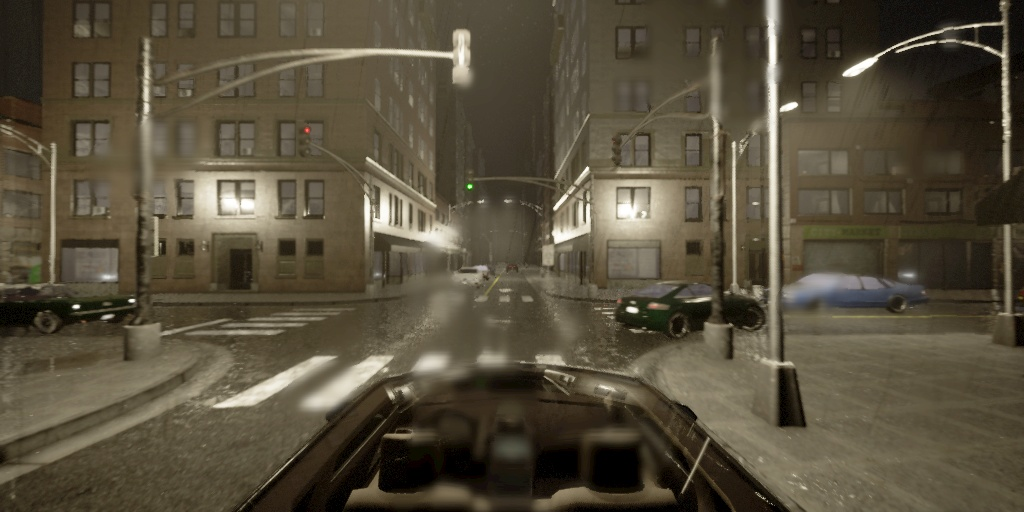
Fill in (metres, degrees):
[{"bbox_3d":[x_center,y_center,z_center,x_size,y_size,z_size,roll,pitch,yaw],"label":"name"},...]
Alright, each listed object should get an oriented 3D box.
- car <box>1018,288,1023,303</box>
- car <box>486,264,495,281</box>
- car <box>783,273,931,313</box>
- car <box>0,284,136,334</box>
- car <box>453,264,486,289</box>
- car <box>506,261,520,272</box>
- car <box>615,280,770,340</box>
[{"bbox_3d":[22.622,1.376,13.829,4.181,1.385,1.994,0,-1,1],"label":"car"},{"bbox_3d":[-3.107,1.642,35.665,2.033,1.411,5.357,0,-1,0],"label":"car"},{"bbox_3d":[12.611,1.383,13.803,5.357,1.411,2.033,0,-1,0],"label":"car"},{"bbox_3d":[-14.029,1.479,10.506,4.718,1.301,1.895,0,-1,0],"label":"car"},{"bbox_3d":[-3.115,1.523,25.975,1.812,1.442,4.674,0,-1,-1],"label":"car"},{"bbox_3d":[0.083,1.794,56.369,1.837,1.490,4.892,0,-1,0],"label":"car"},{"bbox_3d":[5.040,1.384,10.161,4.181,1.385,1.994,0,-1,-21],"label":"car"}]
